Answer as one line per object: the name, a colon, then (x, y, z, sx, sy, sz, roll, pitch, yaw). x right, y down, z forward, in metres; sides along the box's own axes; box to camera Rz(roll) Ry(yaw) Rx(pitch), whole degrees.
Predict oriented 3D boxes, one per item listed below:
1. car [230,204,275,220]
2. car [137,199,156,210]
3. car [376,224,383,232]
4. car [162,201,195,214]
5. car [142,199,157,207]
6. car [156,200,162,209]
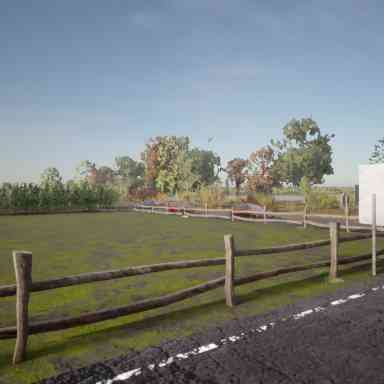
car: (5.440, 1.821, 30.540, 1.812, 1.442, 4.674, -1, -1, -35)
car: (-7.638, 2.202, 53.708, 1.994, 1.385, 4.181, -1, -1, -20)
car: (12.480, 1.711, 18.378, 1.895, 1.301, 4.718, 0, -1, -17)
car: (-1.421, 1.942, 40.892, 1.882, 1.535, 5.008, -1, 0, -31)
car: (-8.605, 2.254, 67.435, 2.128, 1.511, 4.902, 0, 0, -19)
car: (-5.706, 2.175, 57.640, 1.812, 1.442, 4.674, 0, -1, -17)
